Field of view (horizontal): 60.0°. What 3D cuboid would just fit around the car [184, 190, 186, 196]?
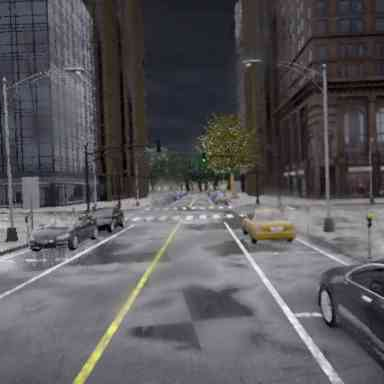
[{"bbox_3d":[-3.375,0.710,86.471,1.967,1.590,4.097,-2,1,2],"label":"car"}]

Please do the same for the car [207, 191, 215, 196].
[{"bbox_3d":[5.302,0.458,91.917,2.008,1.369,4.403,-2,1,2],"label":"car"}]

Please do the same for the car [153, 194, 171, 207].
[{"bbox_3d":[-4.460,1.321,46.732,1.802,1.307,4.206,-3,1,2],"label":"car"}]

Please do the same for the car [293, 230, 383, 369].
[{"bbox_3d":[2.882,1.419,3.932,2.008,1.369,4.403,-3,0,2],"label":"car"}]

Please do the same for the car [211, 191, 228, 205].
[{"bbox_3d":[4.059,0.969,46.672,1.752,1.417,4.829,-3,1,2],"label":"car"}]

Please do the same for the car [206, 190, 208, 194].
[{"bbox_3d":[4.835,0.661,74.887,1.887,1.381,4.507,-2,1,2],"label":"car"}]

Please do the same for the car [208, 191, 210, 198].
[{"bbox_3d":[4.368,0.885,57.857,1.947,1.339,4.313,-3,1,2],"label":"car"}]

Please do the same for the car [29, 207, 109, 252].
[{"bbox_3d":[-5.352,1.618,14.396,2.008,1.369,4.403,-3,0,2],"label":"car"}]

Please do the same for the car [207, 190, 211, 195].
[{"bbox_3d":[4.683,0.709,69.381,1.752,1.417,4.829,-2,1,2],"label":"car"}]

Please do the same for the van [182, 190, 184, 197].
[{"bbox_3d":[-3.535,0.681,80.793,1.690,1.788,3.998,-2,1,2],"label":"van"}]

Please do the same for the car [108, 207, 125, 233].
[{"bbox_3d":[-5.204,1.582,19.773,1.947,1.339,4.313,-3,0,2],"label":"car"}]

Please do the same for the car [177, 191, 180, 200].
[{"bbox_3d":[-4.004,0.861,63.762,2.192,1.841,5.009,-3,1,2],"label":"car"}]

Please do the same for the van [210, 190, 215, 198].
[{"bbox_3d":[4.202,0.724,52.178,1.690,1.788,3.998,-3,1,2],"label":"van"}]

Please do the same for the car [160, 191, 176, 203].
[{"bbox_3d":[-4.317,0.992,52.407,2.192,1.841,5.009,-3,1,2],"label":"car"}]

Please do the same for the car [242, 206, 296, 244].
[{"bbox_3d":[3.173,1.297,14.503,1.752,1.417,4.829,-3,0,2],"label":"car"}]

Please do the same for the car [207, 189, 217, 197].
[{"bbox_3d":[5.136,0.292,86.238,2.192,1.841,5.009,-2,1,2],"label":"car"}]

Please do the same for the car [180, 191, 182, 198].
[{"bbox_3d":[-3.838,1.029,69.442,2.008,1.369,4.403,-3,1,2],"label":"car"}]
